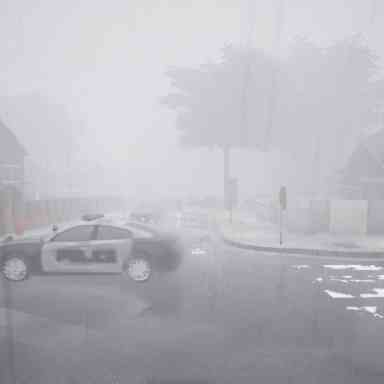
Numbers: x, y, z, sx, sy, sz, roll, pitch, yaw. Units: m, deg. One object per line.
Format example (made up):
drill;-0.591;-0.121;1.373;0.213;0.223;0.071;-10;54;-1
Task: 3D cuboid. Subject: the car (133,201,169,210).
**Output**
car;-3.051;1.473;23.735;1.882;1.535;5.008;0;0;2

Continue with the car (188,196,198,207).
car;0.199;1.367;53.030;2.097;1.767;4.553;0;0;11

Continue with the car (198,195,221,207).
car;2.721;1.391;51.555;2.097;1.767;4.553;0;0;11

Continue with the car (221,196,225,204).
car;4.716;1.386;61.271;2.097;1.767;4.553;1;0;14

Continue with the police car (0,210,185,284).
police car;-2.806;1.425;9.046;5.238;1.638;1.930;0;0;1

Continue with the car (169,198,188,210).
car;-1.939;1.516;38.674;1.837;1.490;4.892;0;0;6
